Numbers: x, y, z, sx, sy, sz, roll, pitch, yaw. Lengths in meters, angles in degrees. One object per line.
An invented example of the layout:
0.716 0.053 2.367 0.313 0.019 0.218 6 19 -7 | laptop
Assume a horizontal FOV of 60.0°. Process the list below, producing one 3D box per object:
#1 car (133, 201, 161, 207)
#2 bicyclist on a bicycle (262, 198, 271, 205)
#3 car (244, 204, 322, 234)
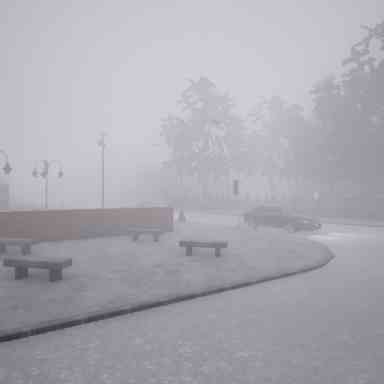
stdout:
-4.247 1.564 32.913 1.994 1.385 4.181 0 0 -35 | car
7.079 1.349 31.453 1.656 1.620 0.582 0 0 -35 | bicyclist on a bicycle
5.211 1.505 19.687 1.837 1.490 4.892 0 0 -37 | car
